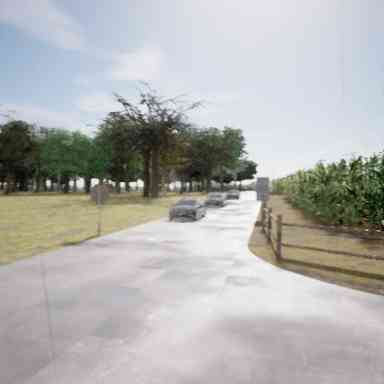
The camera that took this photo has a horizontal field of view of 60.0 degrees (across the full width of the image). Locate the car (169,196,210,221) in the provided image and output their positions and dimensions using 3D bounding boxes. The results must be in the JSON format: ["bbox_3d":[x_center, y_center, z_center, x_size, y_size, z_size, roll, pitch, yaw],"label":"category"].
[{"bbox_3d":[-0.230,1.162,23.659,1.837,1.490,4.892,1,1,13],"label":"car"}]

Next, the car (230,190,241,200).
[{"bbox_3d":[6.756,0.444,53.583,1.837,1.490,4.892,1,1,13],"label":"car"}]

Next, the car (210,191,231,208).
[{"bbox_3d":[2.744,0.885,36.558,1.837,1.490,4.892,1,1,13],"label":"car"}]
